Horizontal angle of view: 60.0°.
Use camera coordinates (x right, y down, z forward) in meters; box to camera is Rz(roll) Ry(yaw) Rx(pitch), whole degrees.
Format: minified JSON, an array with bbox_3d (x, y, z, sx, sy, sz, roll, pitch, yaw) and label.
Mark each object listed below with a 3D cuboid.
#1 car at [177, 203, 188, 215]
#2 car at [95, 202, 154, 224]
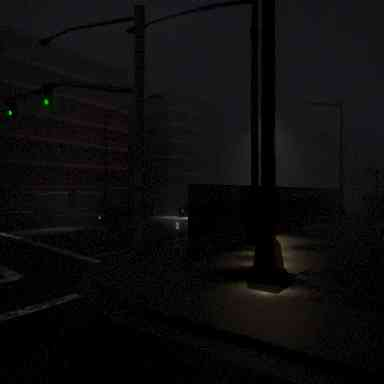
[{"bbox_3d":[0.527,1.505,32.516,1.837,1.490,4.892,0,0,35],"label":"car"},{"bbox_3d":[-4.911,1.491,24.772,2.128,1.511,4.902,0,0,35],"label":"car"}]
